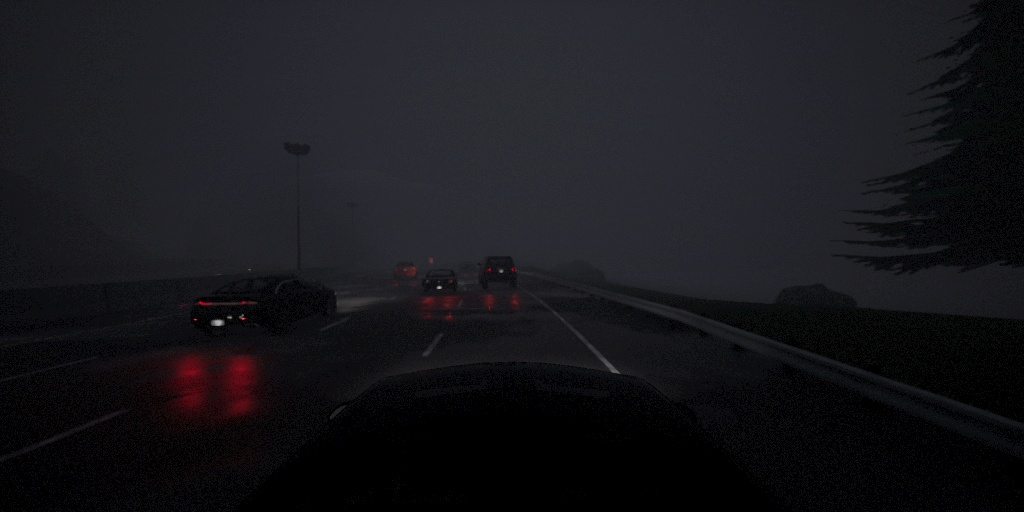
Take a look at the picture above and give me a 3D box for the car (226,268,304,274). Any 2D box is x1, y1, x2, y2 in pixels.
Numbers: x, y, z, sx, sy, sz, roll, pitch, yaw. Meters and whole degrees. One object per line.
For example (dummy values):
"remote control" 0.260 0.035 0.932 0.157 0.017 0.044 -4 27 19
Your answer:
"car" -10.725 1.477 16.758 2.033 1.411 5.357 -1 0 -7

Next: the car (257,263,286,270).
"car" -32.635 1.846 49.423 2.033 1.411 5.357 -1 0 -19

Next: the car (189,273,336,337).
"car" -7.087 1.360 10.874 2.128 1.511 4.902 -1 0 -3

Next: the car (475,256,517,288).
"car" -1.078 1.013 24.360 2.150 2.045 5.566 0 0 -9

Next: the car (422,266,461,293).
"car" -4.266 1.438 21.778 1.895 1.301 4.718 -1 0 -8

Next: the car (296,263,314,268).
"car" -29.660 1.780 51.399 1.812 1.442 4.674 -1 0 -19

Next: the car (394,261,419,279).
"car" -10.335 1.296 35.306 2.097 1.767 4.553 -1 0 -12

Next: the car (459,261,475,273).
"car" -5.945 1.416 47.050 1.812 1.442 4.674 0 0 -17
